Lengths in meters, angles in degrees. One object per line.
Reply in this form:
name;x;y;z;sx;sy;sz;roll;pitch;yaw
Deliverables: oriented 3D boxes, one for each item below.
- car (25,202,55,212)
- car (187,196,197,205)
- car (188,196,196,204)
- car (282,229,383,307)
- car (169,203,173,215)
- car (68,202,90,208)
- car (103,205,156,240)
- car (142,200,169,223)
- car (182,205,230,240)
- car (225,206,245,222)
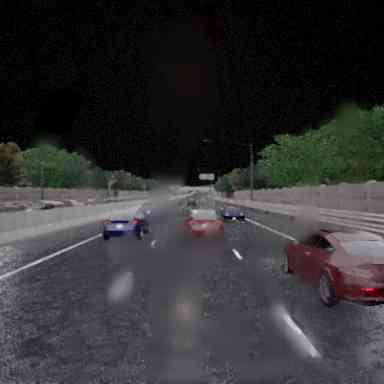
car;-17.599;1.929;38.734;2.128;1.511;4.902;0;-1;0
car;-0.022;2.268;73.871;1.837;1.490;4.892;0;0;0
car;-0.026;2.080;85.174;2.150;2.045;5.566;0;0;0
car;3.598;1.622;8.067;1.812;1.442;4.674;0;-1;0
car;-3.512;1.804;40.365;2.097;1.767;4.553;0;-1;0
car;-14.095;1.991;41.629;1.812;1.442;4.674;0;-1;0
car;-3.506;1.719;18.424;2.163;1.488;4.792;0;-1;0
car;-3.509;1.689;29.365;2.097;1.767;4.553;0;-1;0
car;0.548;1.719;18.471;2.163;1.488;4.792;0;-1;-3
car;3.590;1.948;30.399;1.895;1.301;4.718;0;-1;0
